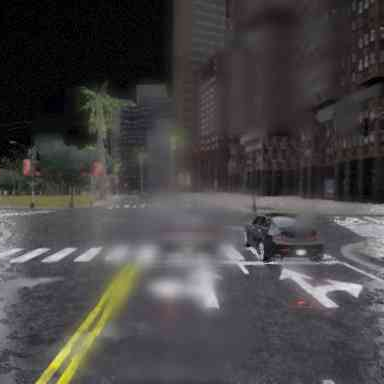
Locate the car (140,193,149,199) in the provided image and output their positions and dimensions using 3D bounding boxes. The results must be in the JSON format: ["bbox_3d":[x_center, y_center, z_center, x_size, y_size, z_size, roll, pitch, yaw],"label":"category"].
[{"bbox_3d":[-11.160,0.841,78.355,1.895,1.301,4.718,0,1,-11],"label":"car"}]

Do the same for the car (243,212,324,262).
[{"bbox_3d":[3.098,1.493,12.064,1.837,1.490,4.892,0,0,-1],"label":"car"}]

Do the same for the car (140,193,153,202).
[{"bbox_3d":[-8.275,1.017,62.353,2.033,1.411,5.357,0,1,-8],"label":"car"}]

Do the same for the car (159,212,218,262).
[{"bbox_3d":[-0.152,1.482,12.029,2.128,1.511,4.902,0,0,-1],"label":"car"}]
